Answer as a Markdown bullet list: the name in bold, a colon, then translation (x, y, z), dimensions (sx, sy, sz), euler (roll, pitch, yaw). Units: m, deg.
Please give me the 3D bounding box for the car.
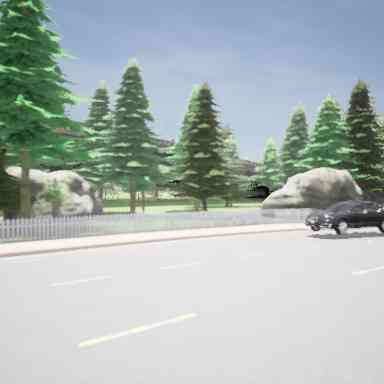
- **car**: translation (7.991, 1.177, 16.782), dimensions (4.892, 1.490, 1.837), euler (0, 0, -23)
